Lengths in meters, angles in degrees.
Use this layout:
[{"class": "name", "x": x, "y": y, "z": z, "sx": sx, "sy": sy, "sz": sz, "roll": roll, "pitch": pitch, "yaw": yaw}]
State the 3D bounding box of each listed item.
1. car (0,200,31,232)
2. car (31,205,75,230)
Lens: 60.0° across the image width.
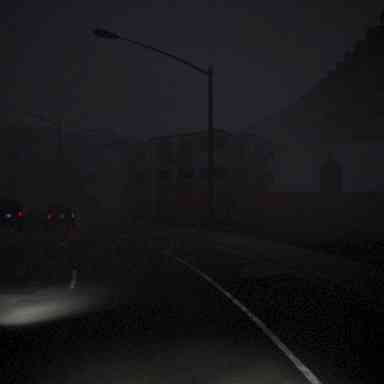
[{"class": "car", "x": -12.882, "y": 1.546, "z": 21.894, "sx": 2.150, "sy": 2.045, "sz": 5.566, "roll": 1, "pitch": -1, "yaw": -44}, {"class": "car", "x": -10.261, "y": 1.695, "z": 23.981, "sx": 2.097, "sy": 1.767, "sz": 4.553, "roll": 1, "pitch": -1, "yaw": -44}]
